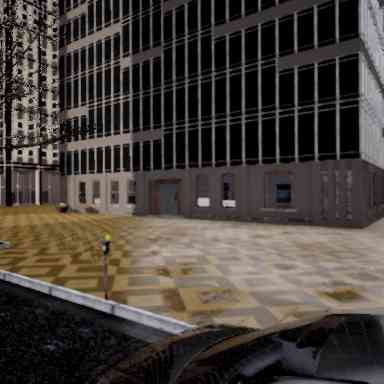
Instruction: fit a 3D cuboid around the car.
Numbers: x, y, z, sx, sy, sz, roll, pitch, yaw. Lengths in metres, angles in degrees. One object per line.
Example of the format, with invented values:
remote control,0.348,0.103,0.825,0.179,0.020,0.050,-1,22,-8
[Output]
car,1.136,1.566,2.153,4.313,1.339,1.947,0,0,35
